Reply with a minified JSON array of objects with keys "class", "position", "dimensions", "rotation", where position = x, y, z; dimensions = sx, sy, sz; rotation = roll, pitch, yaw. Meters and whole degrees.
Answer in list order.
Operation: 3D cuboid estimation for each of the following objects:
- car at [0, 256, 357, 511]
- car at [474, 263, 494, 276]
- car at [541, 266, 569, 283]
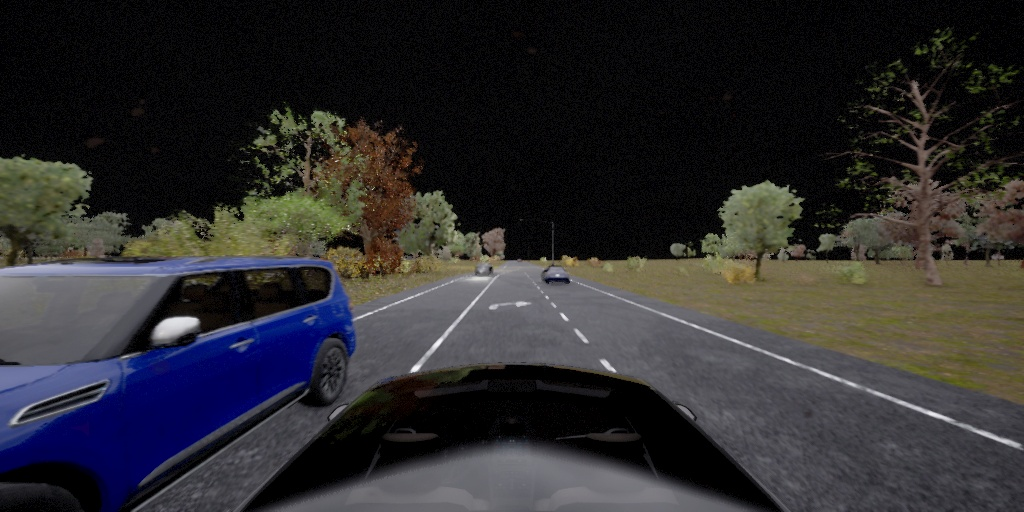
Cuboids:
[{"class":"car","position":[-3.502,1.013,3.386],"dimensions":[2.150,2.045,5.566],"rotation":[0,0,0]},{"class":"car","position":[-3.260,1.556,42.118],"dimensions":[2.128,1.511,4.902],"rotation":[-1,0,3]},{"class":"car","position":[3.525,1.479,29.686],"dimensions":[1.994,1.385,4.181],"rotation":[0,0,0]}]
